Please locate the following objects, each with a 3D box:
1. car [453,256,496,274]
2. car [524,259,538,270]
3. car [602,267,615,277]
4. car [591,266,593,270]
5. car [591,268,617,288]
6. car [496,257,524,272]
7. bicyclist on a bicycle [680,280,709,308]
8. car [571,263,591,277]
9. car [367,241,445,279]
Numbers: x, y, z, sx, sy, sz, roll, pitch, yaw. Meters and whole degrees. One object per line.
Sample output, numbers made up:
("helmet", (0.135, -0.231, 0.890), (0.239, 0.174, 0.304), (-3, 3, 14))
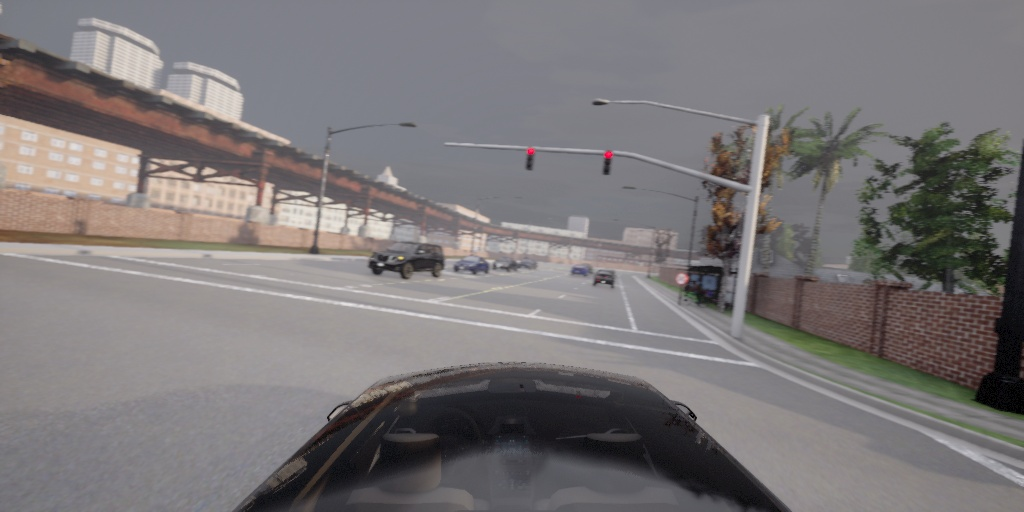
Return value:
("car", (-3.295, 0.710, 30.468), (1.812, 1.442, 4.674), (7, 1, 16))
("car", (2.243, 1.122, 49.644), (2.033, 1.411, 5.357), (7, 1, 17))
("car", (16.298, 2.681, 60.335), (1.895, 1.301, 4.718), (7, 1, 16))
("car", (11.996, 1.951, 58.191), (2.097, 1.767, 4.553), (7, 1, 16))
("car", (8.891, 2.121, 34.435), (1.837, 1.490, 4.892), (7, 1, 16))
("car", (-0.674, 0.878, 39.588), (2.128, 1.511, 4.902), (7, 1, 16))
("bicyclist on a bicycle", (11.442, 2.365, 22.363), (1.656, 1.620, 0.582), (7, 0, 16))
("car", (9.119, 1.902, 48.204), (1.882, 1.535, 5.008), (7, 1, 16))
("car", (-5.920, 0.163, 21.081), (2.150, 2.045, 5.566), (7, 1, 17))
